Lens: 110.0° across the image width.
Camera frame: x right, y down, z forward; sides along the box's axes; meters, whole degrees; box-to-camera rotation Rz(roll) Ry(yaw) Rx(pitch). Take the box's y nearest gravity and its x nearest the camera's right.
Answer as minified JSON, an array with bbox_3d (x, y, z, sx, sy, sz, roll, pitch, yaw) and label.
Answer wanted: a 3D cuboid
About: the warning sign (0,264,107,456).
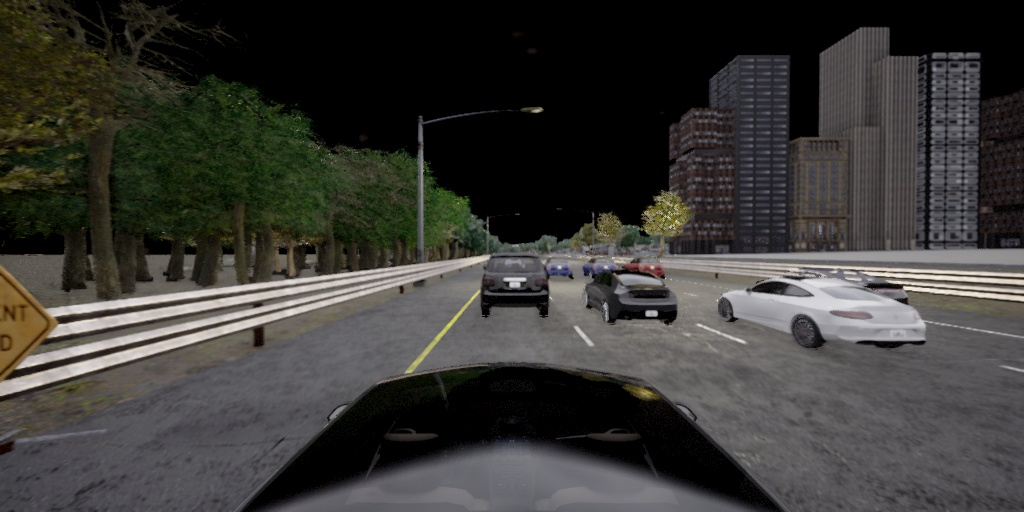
[{"bbox_3d":[-4.551,0.857,3.122,1.300,1.860,1.060,0,0,0],"label":"warning sign"}]

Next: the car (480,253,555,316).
[{"bbox_3d":[0.089,0.894,13.023,2.150,2.045,5.566,0,1,0],"label":"car"}]

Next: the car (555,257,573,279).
[{"bbox_3d":[3.579,0.886,29.136,2.097,1.767,4.553,0,1,0],"label":"car"}]

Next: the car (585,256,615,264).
[{"bbox_3d":[7.079,0.886,29.133,2.097,1.767,4.553,0,1,0],"label":"car"}]

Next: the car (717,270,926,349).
[{"bbox_3d":[7.077,1.228,8.864,1.812,1.442,4.674,0,1,0],"label":"car"}]

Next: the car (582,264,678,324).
[{"bbox_3d":[3.582,1.189,11.597,1.837,1.490,4.892,0,1,0],"label":"car"}]

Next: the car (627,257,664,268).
[{"bbox_3d":[10.580,0.886,29.146,2.097,1.767,4.553,0,1,0],"label":"car"}]

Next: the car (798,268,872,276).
[{"bbox_3d":[10.582,1.169,12.494,2.128,1.511,4.902,0,1,0],"label":"car"}]
